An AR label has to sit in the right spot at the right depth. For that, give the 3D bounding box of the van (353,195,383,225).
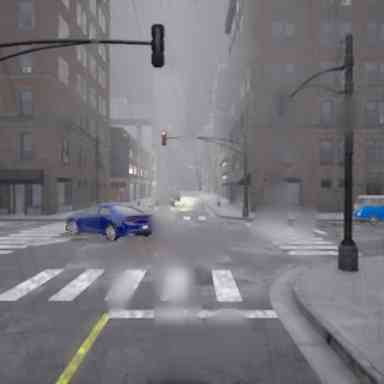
[{"bbox_3d":[12.057,1.108,20.694,3.998,1.788,1.690,0,1,0],"label":"van"}]

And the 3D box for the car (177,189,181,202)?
[{"bbox_3d":[-3.058,0.575,55.913,2.150,2.045,5.566,0,0,1],"label":"car"}]

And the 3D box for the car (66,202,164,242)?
[{"bbox_3d":[-3.858,1.295,15.390,5.008,1.535,1.882,0,-1,40],"label":"car"}]

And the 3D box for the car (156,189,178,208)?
[{"bbox_3d":[-3.088,0.894,39.561,2.097,1.767,4.553,0,1,0],"label":"car"}]
